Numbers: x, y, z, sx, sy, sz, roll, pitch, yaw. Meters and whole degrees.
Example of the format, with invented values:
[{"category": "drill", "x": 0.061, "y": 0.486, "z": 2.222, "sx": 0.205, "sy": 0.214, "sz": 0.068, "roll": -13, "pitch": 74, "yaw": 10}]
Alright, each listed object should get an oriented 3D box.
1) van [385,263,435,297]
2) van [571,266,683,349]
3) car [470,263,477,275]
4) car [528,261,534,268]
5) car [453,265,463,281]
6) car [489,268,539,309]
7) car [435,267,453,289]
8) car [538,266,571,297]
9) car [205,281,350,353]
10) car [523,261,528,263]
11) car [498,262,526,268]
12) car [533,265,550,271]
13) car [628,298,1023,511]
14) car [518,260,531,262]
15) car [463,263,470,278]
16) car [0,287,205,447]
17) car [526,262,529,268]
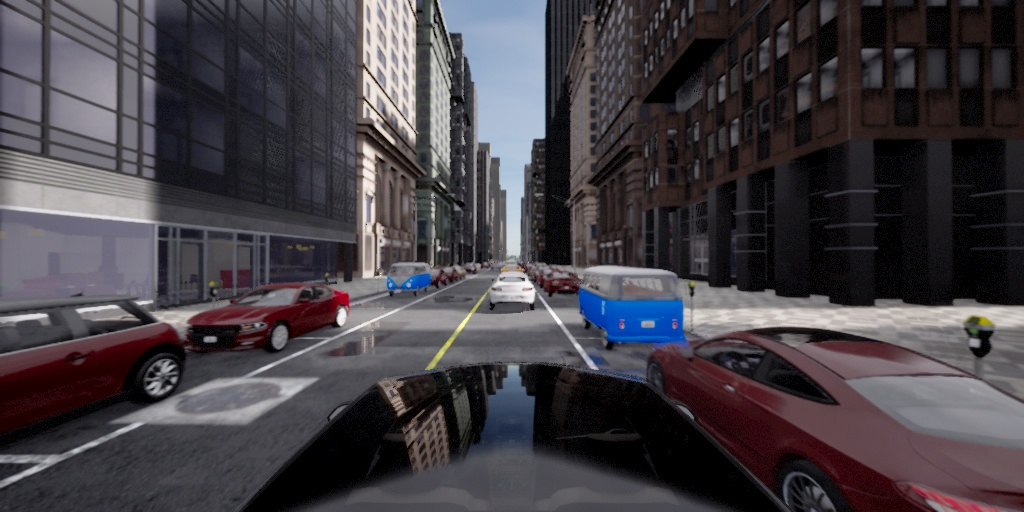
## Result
[{"category": "van", "x": -5.768, "y": 1.281, "z": 20.298, "sx": 1.690, "sy": 1.789, "sz": 3.998, "roll": 0, "pitch": 0, "yaw": 0}, {"category": "van", "x": 2.761, "y": 1.167, "z": 9.105, "sx": 1.690, "sy": 1.789, "sz": 3.998, "roll": 0, "pitch": 0, "yaw": 0}, {"category": "car", "x": -5.776, "y": 1.667, "z": 48.307, "sx": 1.967, "sy": 1.591, "sz": 4.097, "roll": 0, "pitch": 0, "yaw": 0}, {"category": "car", "x": 2.754, "y": 1.495, "z": 31.512, "sx": 1.967, "sy": 1.591, "sz": 4.097, "roll": 0, "pitch": 0, "yaw": 0}, {"category": "car", "x": -5.771, "y": 1.600, "z": 31.501, "sx": 1.888, "sy": 1.381, "sz": 4.507, "roll": 0, "pitch": 0, "yaw": 0}, {"category": "car", "x": 0.021, "y": 1.419, "z": 15.743, "sx": 1.812, "sy": 1.442, "sz": 4.674, "roll": 0, "pitch": 0, "yaw": 0}, {"category": "car", "x": -5.769, "y": 1.543, "z": 25.900, "sx": 1.888, "sy": 1.381, "sz": 4.507, "roll": 0, "pitch": 0, "yaw": 0}, {"category": "car", "x": 2.757, "y": 1.485, "z": 20.309, "sx": 1.888, "sy": 1.381, "sz": 4.507, "roll": 0, "pitch": 0, "yaw": 0}, {"category": "car", "x": -5.765, "y": 1.371, "z": 9.093, "sx": 1.888, "sy": 1.381, "sz": 4.507, "roll": 0, "pitch": 0, "yaw": 0}, {"category": "car", "x": 2.748, "y": 1.830, "z": 53.918, "sx": 1.888, "sy": 1.381, "sz": 4.507, "roll": 0, "pitch": 0, "yaw": 0}, {"category": "car", "x": 0.021, "y": 1.528, "z": 31.098, "sx": 1.882, "sy": 1.535, "sz": 5.008, "roll": 0, "pitch": 0, "yaw": 0}, {"category": "car", "x": 2.756, "y": 1.543, "z": 25.911, "sx": 1.888, "sy": 1.381, "sz": 4.507, "roll": 0, "pitch": 0, "yaw": 0}, {"category": "car", "x": 2.762, "y": 1.350, "z": 3.505, "sx": 1.802, "sy": 1.307, "sz": 4.207, "roll": 0, "pitch": 0, "yaw": 0}, {"category": "car", "x": 2.745, "y": 1.716, "z": 65.121, "sx": 2.192, "sy": 1.841, "sz": 5.009, "roll": 0, "pitch": 0, "yaw": 0}, {"category": "car", "x": -5.773, "y": 1.638, "z": 36.933, "sx": 1.751, "sy": 1.417, "sz": 4.829, "roll": 0, "pitch": 0, "yaw": 0}, {"category": "car", "x": -5.763, "y": 1.208, "z": 3.492, "sx": 1.967, "sy": 1.591, "sz": 4.097, "roll": 0, "pitch": 0, "yaw": 0}, {"category": "car", "x": 2.753, "y": 1.638, "z": 37.283, "sx": 1.751, "sy": 1.417, "sz": 4.829, "roll": 0, "pitch": 0, "yaw": 0}]
